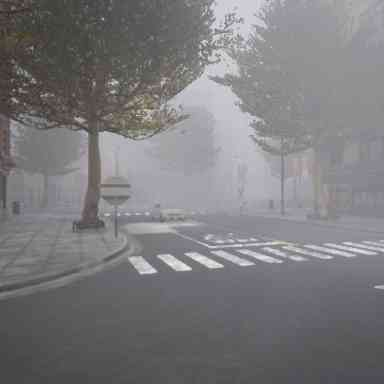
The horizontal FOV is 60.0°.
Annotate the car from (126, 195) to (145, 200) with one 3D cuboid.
[{"bbox_3d":[-14.642,1.459,86.541,4.718,1.301,1.895,0,0,-19],"label":"car"}]

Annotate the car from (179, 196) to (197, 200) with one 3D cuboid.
[{"bbox_3d":[-1.044,1.317,83.396,4.674,1.452,2.002,0,0,-19],"label":"car"}]

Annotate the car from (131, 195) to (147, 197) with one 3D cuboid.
[{"bbox_3d":[-11.183,1.410,75.461,4.786,1.482,2.161,0,0,-19],"label":"car"}]

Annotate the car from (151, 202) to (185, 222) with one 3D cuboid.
[{"bbox_3d":[-1.986,1.558,26.107,1.812,1.442,4.674,0,0,-20],"label":"car"}]
